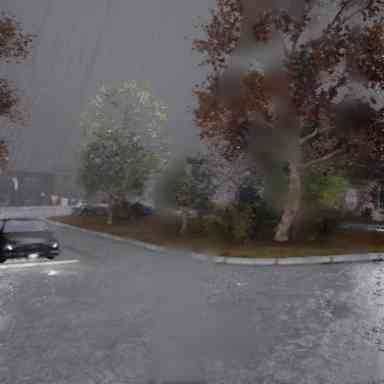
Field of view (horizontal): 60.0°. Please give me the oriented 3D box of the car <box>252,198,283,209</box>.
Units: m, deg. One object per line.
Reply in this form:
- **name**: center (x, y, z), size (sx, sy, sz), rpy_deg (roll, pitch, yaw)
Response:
- **car**: center (14.457, 2.218, 63.936), size (2.435, 2.045, 5.566), rpy_deg (2, -1, -36)

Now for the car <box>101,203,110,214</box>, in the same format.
- **car**: center (-11.520, 2.191, 45.301), size (2.002, 1.452, 4.674), rpy_deg (0, 0, -36)

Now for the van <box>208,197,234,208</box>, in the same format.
- **van**: center (5.328, 2.031, 57.495), size (1.878, 1.987, 4.442), rpy_deg (1, -1, -36)

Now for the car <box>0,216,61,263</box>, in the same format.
- **car**: center (-6.719, 1.733, 12.994), size (2.033, 1.411, 5.357), rpy_deg (3, -3, -36)

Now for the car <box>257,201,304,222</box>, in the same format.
- **car**: center (8.009, 1.940, 32.017), size (2.150, 2.045, 5.566), rpy_deg (3, -3, -35)

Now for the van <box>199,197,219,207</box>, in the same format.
- **van**: center (3.677, 2.144, 71.123), size (1.878, 1.987, 4.442), rpy_deg (1, -1, -36)

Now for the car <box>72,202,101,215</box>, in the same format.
- **car**: center (-14.070, 2.030, 43.416), size (2.185, 1.767, 4.553), rpy_deg (0, 0, -35)

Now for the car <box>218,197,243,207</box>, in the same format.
- **car**: center (8.652, 2.259, 74.809), size (2.435, 2.045, 5.566), rpy_deg (2, -1, -36)
